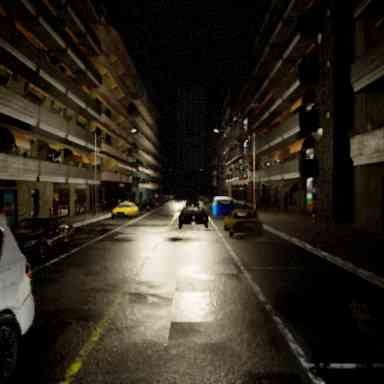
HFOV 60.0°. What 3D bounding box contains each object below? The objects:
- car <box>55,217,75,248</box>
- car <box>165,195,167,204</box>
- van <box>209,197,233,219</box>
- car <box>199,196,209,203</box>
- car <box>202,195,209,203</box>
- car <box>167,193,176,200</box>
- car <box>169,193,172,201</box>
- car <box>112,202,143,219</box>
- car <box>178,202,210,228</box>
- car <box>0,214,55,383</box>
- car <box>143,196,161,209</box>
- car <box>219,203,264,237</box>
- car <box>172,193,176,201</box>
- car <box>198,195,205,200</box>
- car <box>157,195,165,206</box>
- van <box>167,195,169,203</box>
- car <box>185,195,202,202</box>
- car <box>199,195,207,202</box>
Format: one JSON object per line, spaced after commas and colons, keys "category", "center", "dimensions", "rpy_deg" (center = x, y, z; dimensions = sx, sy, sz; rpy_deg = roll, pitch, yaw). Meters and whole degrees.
{"category": "car", "center": [-5.705, 1.581, 12.364], "dimensions": [1.802, 1.307, 4.206], "rpy_deg": [0, 0, 0]}
{"category": "car", "center": [-5.729, 1.552, 56.552], "dimensions": [1.887, 1.381, 4.507], "rpy_deg": [0, 0, 0]}
{"category": "van", "center": [2.665, 1.342, 28.926], "dimensions": [1.690, 1.788, 3.998], "rpy_deg": [-1, 0, 0]}
{"category": "car", "center": [2.644, 1.567, 73.113], "dimensions": [2.008, 1.369, 4.403], "rpy_deg": [-1, 0, 0]}
{"category": "car", "center": [2.655, 1.557, 51.019], "dimensions": [2.008, 1.369, 4.403], "rpy_deg": [-1, 0, 0]}
{"category": "car", "center": [-5.751, 1.344, 95.215], "dimensions": [2.192, 1.841, 5.009], "rpy_deg": [-1, 0, 0]}
{"category": "car", "center": [-5.735, 1.453, 67.599], "dimensions": [1.967, 1.590, 4.097], "rpy_deg": [-1, 0, 0]}
{"category": "car", "center": [-5.714, 1.526, 28.764], "dimensions": [1.752, 1.417, 4.829], "rpy_deg": [0, 0, 0]}
{"category": "car", "center": [0.087, 1.600, 22.226], "dimensions": [1.895, 1.301, 4.718], "rpy_deg": [0, 0, 0]}
{"category": "car", "center": [-3.098, 1.223, 2.041], "dimensions": [2.150, 2.045, 5.566], "rpy_deg": [0, 0, 0]}
{"category": "car", "center": [-5.722, 1.570, 45.504], "dimensions": [1.947, 1.339, 4.313], "rpy_deg": [0, 0, 0]}
{"category": "car", "center": [2.672, 1.525, 18.049], "dimensions": [1.752, 1.417, 4.829], "rpy_deg": [0, 0, 0]}
{"category": "car", "center": [-5.743, 1.588, 84.169], "dimensions": [1.947, 1.339, 4.313], "rpy_deg": [-1, 0, 0]}
{"category": "car", "center": [2.633, 1.575, 95.206], "dimensions": [1.887, 1.381, 4.507], "rpy_deg": [-1, 0, 0]}
{"category": "car", "center": [-5.725, 1.550, 51.028], "dimensions": [1.887, 1.381, 4.507], "rpy_deg": [0, 0, 0]}
{"category": "van", "center": [-5.733, 1.351, 62.075], "dimensions": [1.690, 1.788, 3.998], "rpy_deg": [0, 0, 0]}
{"category": "car", "center": [0.074, 1.530, 44.960], "dimensions": [1.812, 1.442, 4.674], "rpy_deg": [0, 0, 0]}
{"category": "car", "center": [2.641, 1.544, 78.807], "dimensions": [1.752, 1.417, 4.829], "rpy_deg": [-1, 0, 0]}
